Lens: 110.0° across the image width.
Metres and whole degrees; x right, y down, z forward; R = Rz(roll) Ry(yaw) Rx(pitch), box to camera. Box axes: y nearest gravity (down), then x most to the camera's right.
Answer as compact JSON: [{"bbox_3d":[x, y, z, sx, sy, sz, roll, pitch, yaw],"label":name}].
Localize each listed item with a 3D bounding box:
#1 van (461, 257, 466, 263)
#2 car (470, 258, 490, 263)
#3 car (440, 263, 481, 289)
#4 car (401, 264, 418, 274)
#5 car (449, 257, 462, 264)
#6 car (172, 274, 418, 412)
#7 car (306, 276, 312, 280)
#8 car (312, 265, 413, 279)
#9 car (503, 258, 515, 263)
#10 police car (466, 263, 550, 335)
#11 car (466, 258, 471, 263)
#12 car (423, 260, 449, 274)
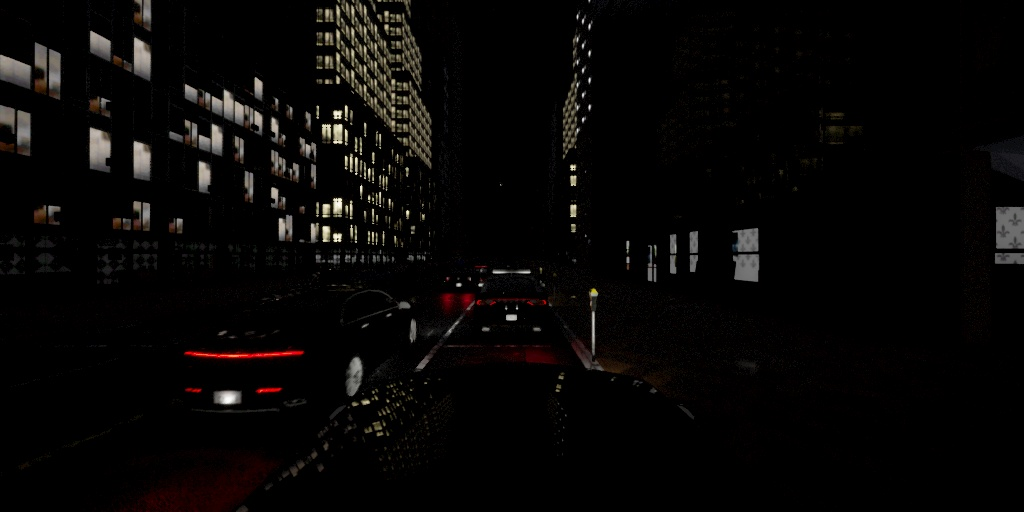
[{"bbox_3d":[-8.836,1.064,57.496,1.690,1.789,3.998,0,0,0],"label":"van"},{"bbox_3d":[-3.146,1.242,38.875,1.837,1.490,4.892,0,0,0],"label":"car"},{"bbox_3d":[-3.045,1.347,22.824,1.895,1.301,4.718,0,0,0],"label":"car"},{"bbox_3d":[-8.835,1.325,29.033,1.802,1.307,4.207,0,0,0],"label":"car"},{"bbox_3d":[-8.836,1.273,51.803,1.888,1.381,4.507,0,0,0],"label":"car"},{"bbox_3d":[-3.045,1.255,6.259,1.837,1.490,4.892,0,0,0],"label":"car"},{"bbox_3d":[-8.836,1.313,17.650,1.948,1.339,4.313,0,0,0],"label":"car"},{"bbox_3d":[-6.246,1.296,15.880,2.033,1.411,5.357,0,0,0],"label":"car"},{"bbox_3d":[-0.455,1.298,46.099,1.948,1.339,4.313,0,0,0],"label":"car"},{"bbox_3d":[-0.012,1.174,10.609,1.930,1.638,5.238,0,0,0],"label":"police car"},{"bbox_3d":[-8.836,1.300,63.188,1.802,1.307,4.207,0,0,0],"label":"car"},{"bbox_3d":[-8.836,1.286,40.419,2.007,1.370,4.403,0,0,0],"label":"car"}]
